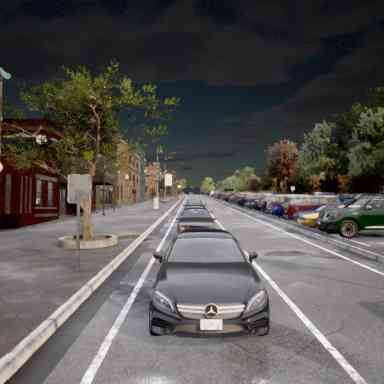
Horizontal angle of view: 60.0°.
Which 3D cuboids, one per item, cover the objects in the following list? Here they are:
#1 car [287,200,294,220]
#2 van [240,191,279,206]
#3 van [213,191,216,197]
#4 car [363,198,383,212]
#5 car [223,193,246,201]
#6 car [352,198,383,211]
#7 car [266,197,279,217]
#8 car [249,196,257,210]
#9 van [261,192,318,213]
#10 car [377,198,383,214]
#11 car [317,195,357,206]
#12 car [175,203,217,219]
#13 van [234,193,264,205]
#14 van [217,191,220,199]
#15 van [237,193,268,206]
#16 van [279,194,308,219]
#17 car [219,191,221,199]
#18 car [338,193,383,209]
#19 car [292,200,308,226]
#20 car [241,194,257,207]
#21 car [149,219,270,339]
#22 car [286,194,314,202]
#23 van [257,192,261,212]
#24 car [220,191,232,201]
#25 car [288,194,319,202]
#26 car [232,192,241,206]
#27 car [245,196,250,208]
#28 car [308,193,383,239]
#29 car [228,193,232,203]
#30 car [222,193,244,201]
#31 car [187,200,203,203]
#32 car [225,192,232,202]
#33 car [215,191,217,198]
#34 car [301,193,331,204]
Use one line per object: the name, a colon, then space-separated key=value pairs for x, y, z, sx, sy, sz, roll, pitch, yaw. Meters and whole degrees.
car: x=9.250 y=1.506 z=22.613 sx=4.674 sy=1.452 sz=2.002 roll=0 pitch=0 yaw=0
van: x=9.211 y=1.163 z=45.049 sx=4.442 sy=1.987 sz=1.878 roll=0 pitch=0 yaw=0
van: x=8.672 y=0.764 z=89.895 sx=4.442 sy=1.987 sz=1.878 roll=0 pitch=1 yaw=0
car: x=22.197 y=1.468 z=37.394 sx=4.792 sy=1.488 sz=2.163 roll=0 pitch=0 yaw=0
car: x=8.891 y=1.039 z=70.275 sx=4.553 sy=1.767 sz=2.185 roll=0 pitch=1 yaw=0
car: x=22.236 y=1.452 z=40.177 sx=4.792 sy=1.488 sz=2.163 roll=0 pitch=0 yaw=0
car: x=9.203 y=1.460 z=28.220 sx=5.008 sy=1.535 sz=2.097 roll=0 pitch=0 yaw=0
car: x=9.181 y=1.470 z=36.632 sx=4.792 sy=1.488 sz=2.163 roll=0 pitch=0 yaw=0
van: x=9.073 y=1.230 z=31.026 sx=4.442 sy=1.987 sz=1.878 roll=0 pitch=0 yaw=0
car: x=22.430 y=1.444 z=34.623 sx=5.366 sy=1.575 sz=1.946 roll=0 pitch=0 yaw=0
car: x=22.318 y=1.332 z=51.280 sx=5.366 sy=1.575 sz=1.946 roll=0 pitch=1 yaw=0
car: x=0.198 y=1.532 z=17.382 sx=2.033 sy=1.411 sz=5.357 roll=0 pitch=0 yaw=0
van: x=9.154 y=1.089 z=53.456 sx=4.442 sy=1.987 sz=1.878 roll=0 pitch=1 yaw=0
van: x=8.748 y=0.864 z=78.683 sx=4.442 sy=1.987 sz=1.878 roll=0 pitch=1 yaw=0
van: x=9.173 y=1.113 z=50.653 sx=4.442 sy=1.987 sz=1.878 roll=0 pitch=1 yaw=0
van: x=9.345 y=1.237 z=25.417 sx=4.442 sy=1.987 sz=1.878 roll=0 pitch=0 yaw=0
car: x=8.913 y=0.938 z=67.471 sx=5.566 sy=2.045 sz=2.435 roll=0 pitch=1 yaw=0
car: x=22.160 y=1.153 z=42.950 sx=5.566 sy=2.045 sz=2.435 roll=0 pitch=0 yaw=0
car: x=9.081 y=1.466 z=19.809 sx=5.366 sy=1.575 sz=1.946 roll=0 pitch=0 yaw=0
car: x=9.120 y=1.409 z=42.242 sx=4.892 sy=1.521 sz=2.231 roll=0 pitch=0 yaw=0
car: x=0.255 y=1.524 z=6.803 sx=1.812 sy=1.442 sz=4.674 roll=0 pitch=0 yaw=0
car: x=22.024 y=1.188 z=67.934 sx=4.892 sy=1.521 sz=2.231 roll=0 pitch=1 yaw=0
van: x=9.287 y=1.222 z=33.829 sx=4.442 sy=1.987 sz=1.878 roll=0 pitch=0 yaw=0
car: x=8.932 y=0.963 z=64.668 sx=5.566 sy=2.045 sz=2.435 roll=0 pitch=1 yaw=0
car: x=21.852 y=1.209 z=65.156 sx=5.366 sy=1.575 sz=1.946 roll=0 pitch=0 yaw=0
car: x=9.047 y=1.113 z=47.848 sx=5.566 sy=2.045 sz=2.435 roll=0 pitch=1 yaw=0
car: x=9.130 y=1.465 z=39.439 sx=4.674 sy=1.452 sz=2.002 roll=0 pitch=0 yaw=0
car: x=9.257 y=1.221 z=17.006 sx=5.566 sy=2.045 sz=2.435 roll=0 pitch=0 yaw=0
car: x=9.011 y=1.290 z=56.261 sx=4.892 sy=1.521 sz=2.231 roll=0 pitch=1 yaw=0
car: x=8.872 y=1.014 z=73.078 sx=4.553 sy=1.767 sz=2.185 roll=0 pitch=1 yaw=0
car: x=0.228 y=1.442 z=29.830 sx=2.128 sy=1.511 sz=4.902 roll=0 pitch=0 yaw=0
car: x=8.977 y=1.280 z=61.867 sx=4.674 sy=1.452 sz=2.002 roll=0 pitch=1 yaw=0
car: x=8.841 y=1.065 z=81.489 sx=5.008 sy=1.535 sz=2.097 roll=0 pitch=1 yaw=0
car: x=22.106 y=1.135 z=59.606 sx=4.553 sy=1.767 sz=2.185 roll=0 pitch=1 yaw=0
